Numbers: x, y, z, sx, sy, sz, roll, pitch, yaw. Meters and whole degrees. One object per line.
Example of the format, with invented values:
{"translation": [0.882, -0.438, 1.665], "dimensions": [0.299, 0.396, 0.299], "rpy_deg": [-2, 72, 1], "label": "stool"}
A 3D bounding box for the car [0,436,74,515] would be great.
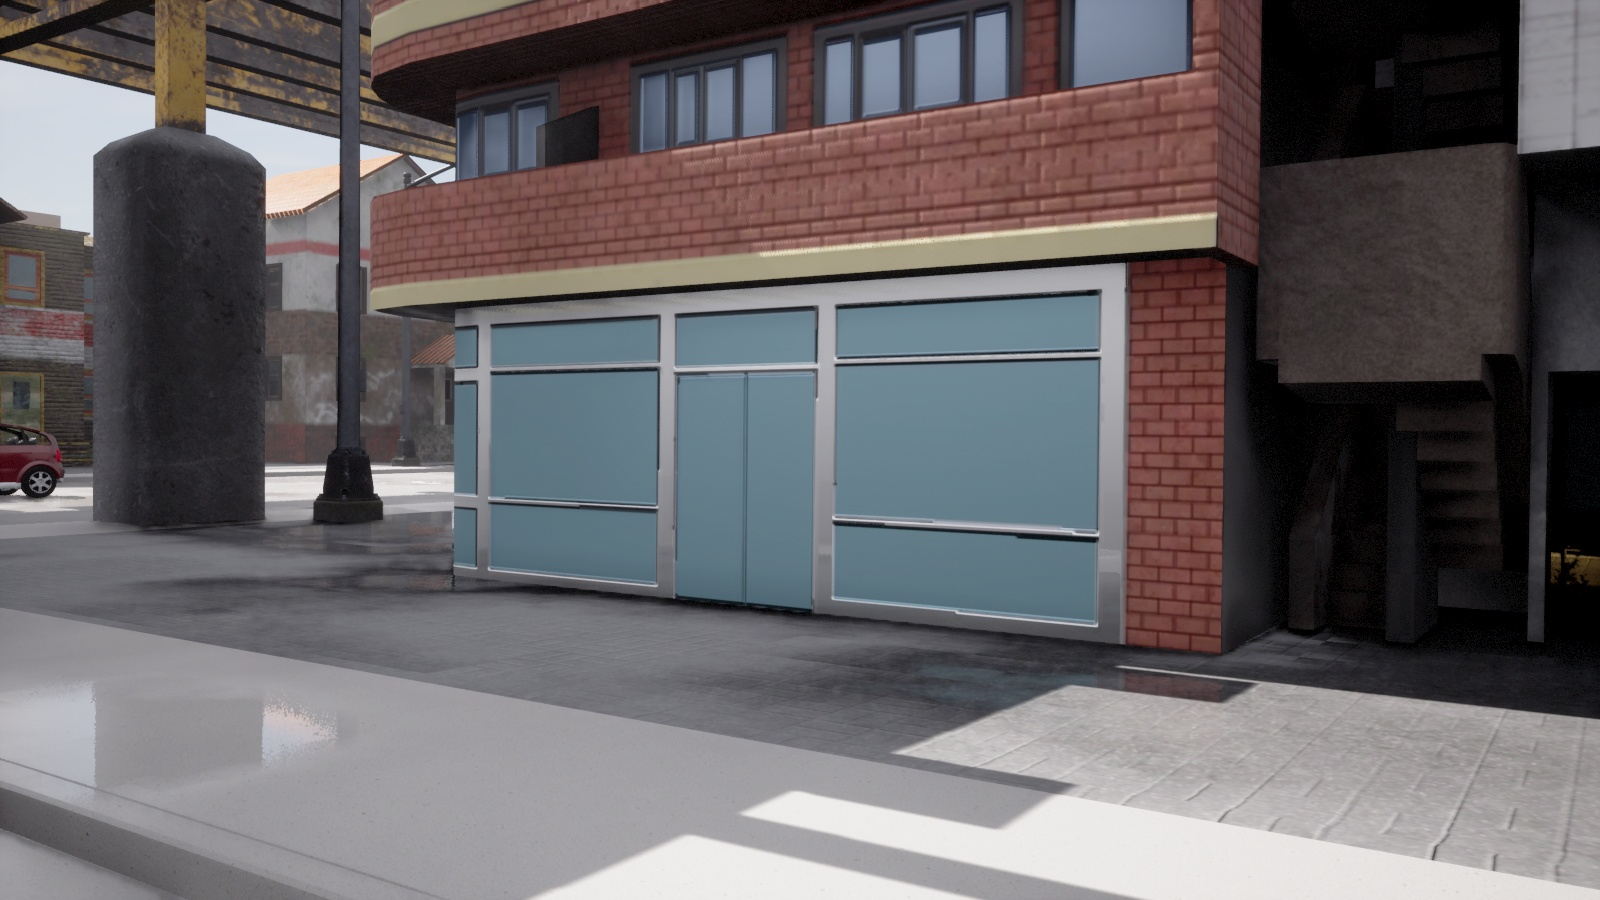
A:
{"translation": [-16.831, 0.521, 24.977], "dimensions": [1.789, 1.549, 3.705], "rpy_deg": [0, 1, 33], "label": "car"}
